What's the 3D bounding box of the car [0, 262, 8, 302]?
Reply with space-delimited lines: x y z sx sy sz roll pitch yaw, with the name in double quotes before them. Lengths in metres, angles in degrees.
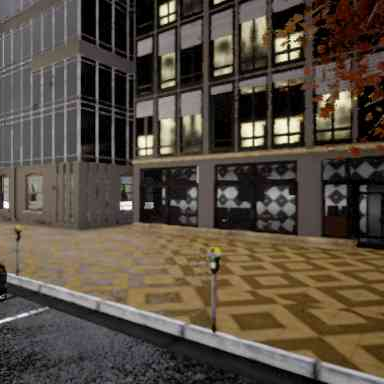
"car" -5.394 1.552 6.717 4.403 1.369 2.008 0 0 35
